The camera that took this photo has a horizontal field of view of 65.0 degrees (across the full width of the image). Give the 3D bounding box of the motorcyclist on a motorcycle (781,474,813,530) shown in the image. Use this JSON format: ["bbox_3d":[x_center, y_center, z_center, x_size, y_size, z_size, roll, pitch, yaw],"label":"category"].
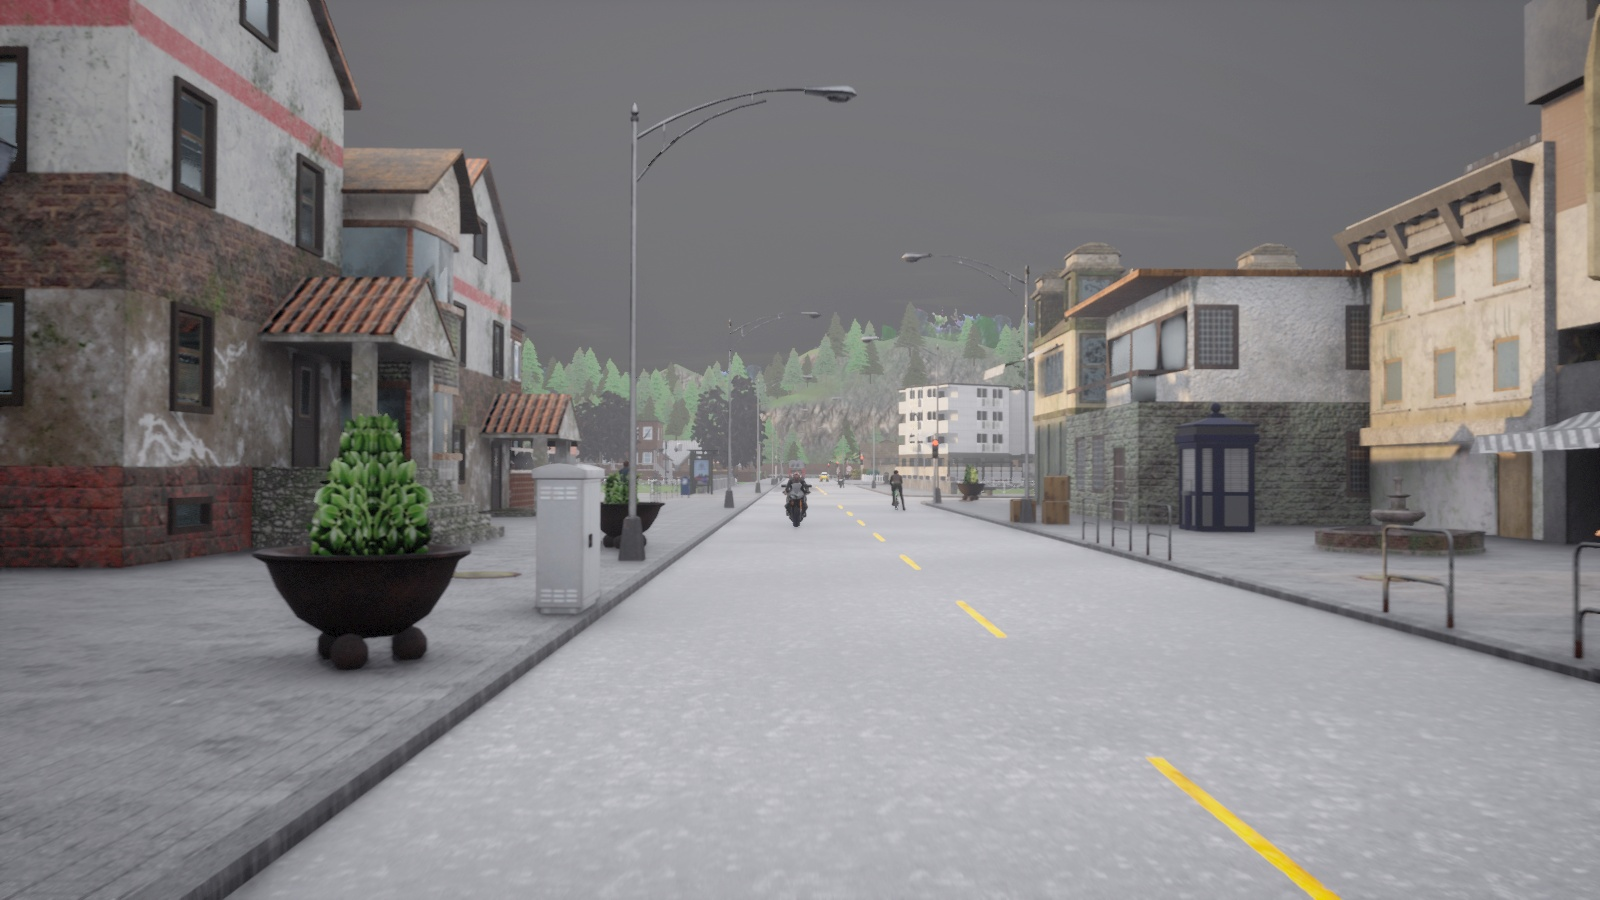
[{"bbox_3d":[-0.087,1.444,35.491,0.866,1.530,2.191,0,-1,0],"label":"motorcyclist on a motorcycle"}]
